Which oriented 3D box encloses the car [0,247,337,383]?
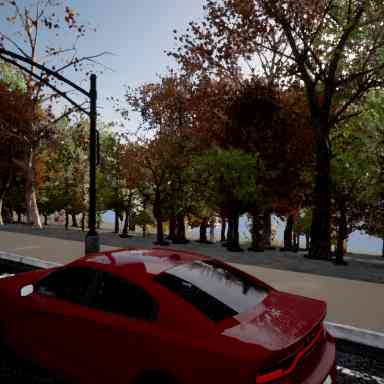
[{"bbox_3d":[-0.866,1.477,4.293,5.008,1.535,1.882,0,0,35],"label":"car"}]
